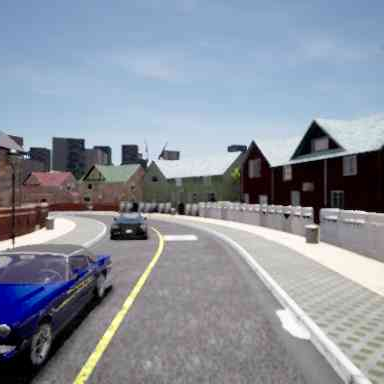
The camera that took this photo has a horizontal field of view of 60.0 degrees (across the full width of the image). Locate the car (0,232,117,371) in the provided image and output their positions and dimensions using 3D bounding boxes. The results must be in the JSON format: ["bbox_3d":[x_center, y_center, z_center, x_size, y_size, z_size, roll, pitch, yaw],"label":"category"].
[{"bbox_3d":[-2.861,1.681,5.899,1.895,1.301,4.718,0,-1,0],"label":"car"}]

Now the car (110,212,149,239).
[{"bbox_3d":[-3.489,1.860,18.960,1.994,1.385,4.181,0,-1,-8],"label":"car"}]

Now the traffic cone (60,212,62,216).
[{"bbox_3d":[-17.054,2.856,43.233,0.340,0.580,0.340,-2,-2,43],"label":"traffic cone"}]
